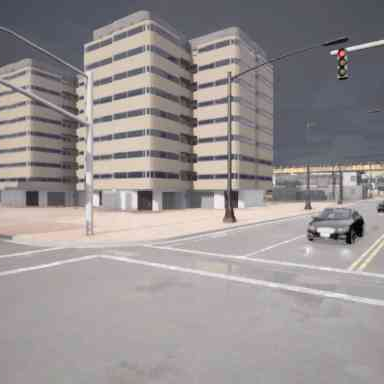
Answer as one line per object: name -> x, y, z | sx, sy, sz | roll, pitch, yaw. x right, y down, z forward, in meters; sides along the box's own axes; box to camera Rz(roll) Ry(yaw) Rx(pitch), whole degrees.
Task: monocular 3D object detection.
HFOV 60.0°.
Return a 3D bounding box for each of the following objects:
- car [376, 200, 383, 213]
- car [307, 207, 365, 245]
car -> 21.421, 1.538, 36.245 | 2.033, 1.411, 5.357 | 0, 0, 35
car -> 6.909, 1.498, 15.745 | 2.128, 1.511, 4.902 | 0, 0, 35
